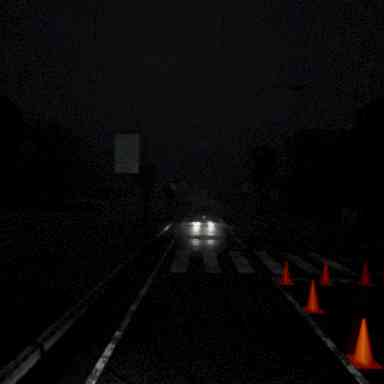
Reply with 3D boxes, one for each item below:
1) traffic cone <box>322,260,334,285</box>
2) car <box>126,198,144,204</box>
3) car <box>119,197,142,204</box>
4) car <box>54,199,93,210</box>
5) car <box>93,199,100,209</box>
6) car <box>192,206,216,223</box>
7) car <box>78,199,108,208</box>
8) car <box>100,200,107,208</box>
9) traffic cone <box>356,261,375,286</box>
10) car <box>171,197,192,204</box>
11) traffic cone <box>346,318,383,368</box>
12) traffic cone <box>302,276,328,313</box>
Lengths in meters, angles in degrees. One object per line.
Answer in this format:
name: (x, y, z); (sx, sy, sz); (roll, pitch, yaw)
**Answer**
traffic cone: (3.404, 2.040, 8.465); (0.340, 0.580, 0.340); (1, 0, 1)
car: (-16.091, 2.557, 94.044); (4.674, 1.452, 2.002); (1, -1, 1)
car: (-16.288, 2.360, 85.693); (5.008, 1.535, 2.097); (1, -1, 1)
car: (-17.237, 1.839, 47.525); (4.674, 1.452, 2.002); (1, -1, 1)
car: (-17.153, 1.847, 50.800); (4.892, 1.521, 2.231); (1, -1, 1)
car: (1.030, 1.903, 29.214); (1.994, 1.385, 4.181); (1, -1, 1)
car: (-16.998, 1.980, 57.219); (4.674, 1.452, 2.002); (1, -1, 1)
car: (-17.083, 1.894, 54.072); (5.008, 1.535, 2.097); (1, -1, 1)
traffic cone: (4.402, 2.053, 8.442); (0.340, 0.580, 0.340); (1, 0, 1)
car: (-3.145, 2.581, 88.130); (4.892, 1.521, 2.231); (1, -1, 1)
traffic cone: (2.317, 1.997, 4.486); (0.340, 0.580, 0.340); (1, 0, 1)
traffic cone: (2.361, 2.009, 6.487); (0.340, 0.580, 0.340); (1, 0, 1)
